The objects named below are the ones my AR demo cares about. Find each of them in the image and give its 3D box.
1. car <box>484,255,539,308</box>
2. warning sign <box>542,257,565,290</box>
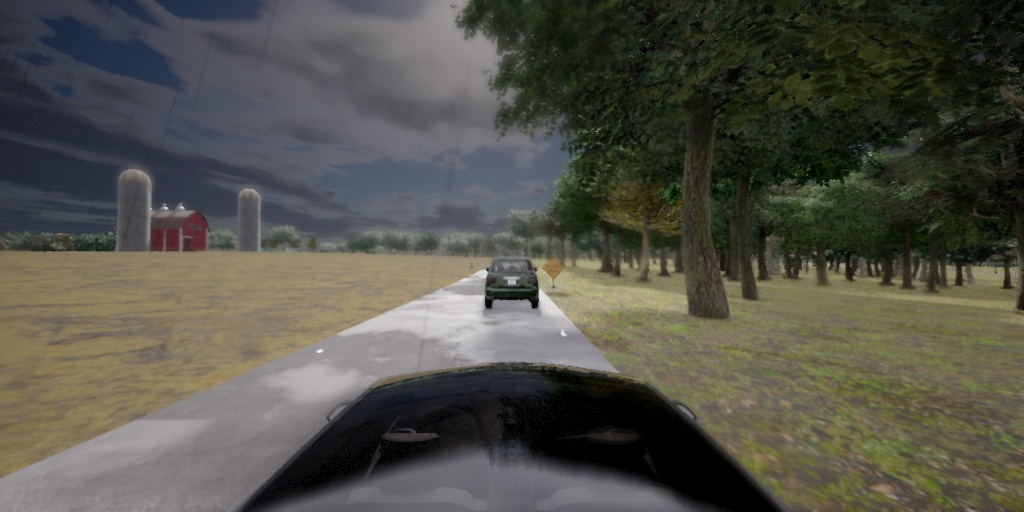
[{"bbox_3d":[-0.007,1.076,15.890,2.150,2.045,5.566,0,0,0],"label":"car"},{"bbox_3d":[2.440,1.010,20.986,1.300,1.860,1.060,0,0,0],"label":"warning sign"}]
